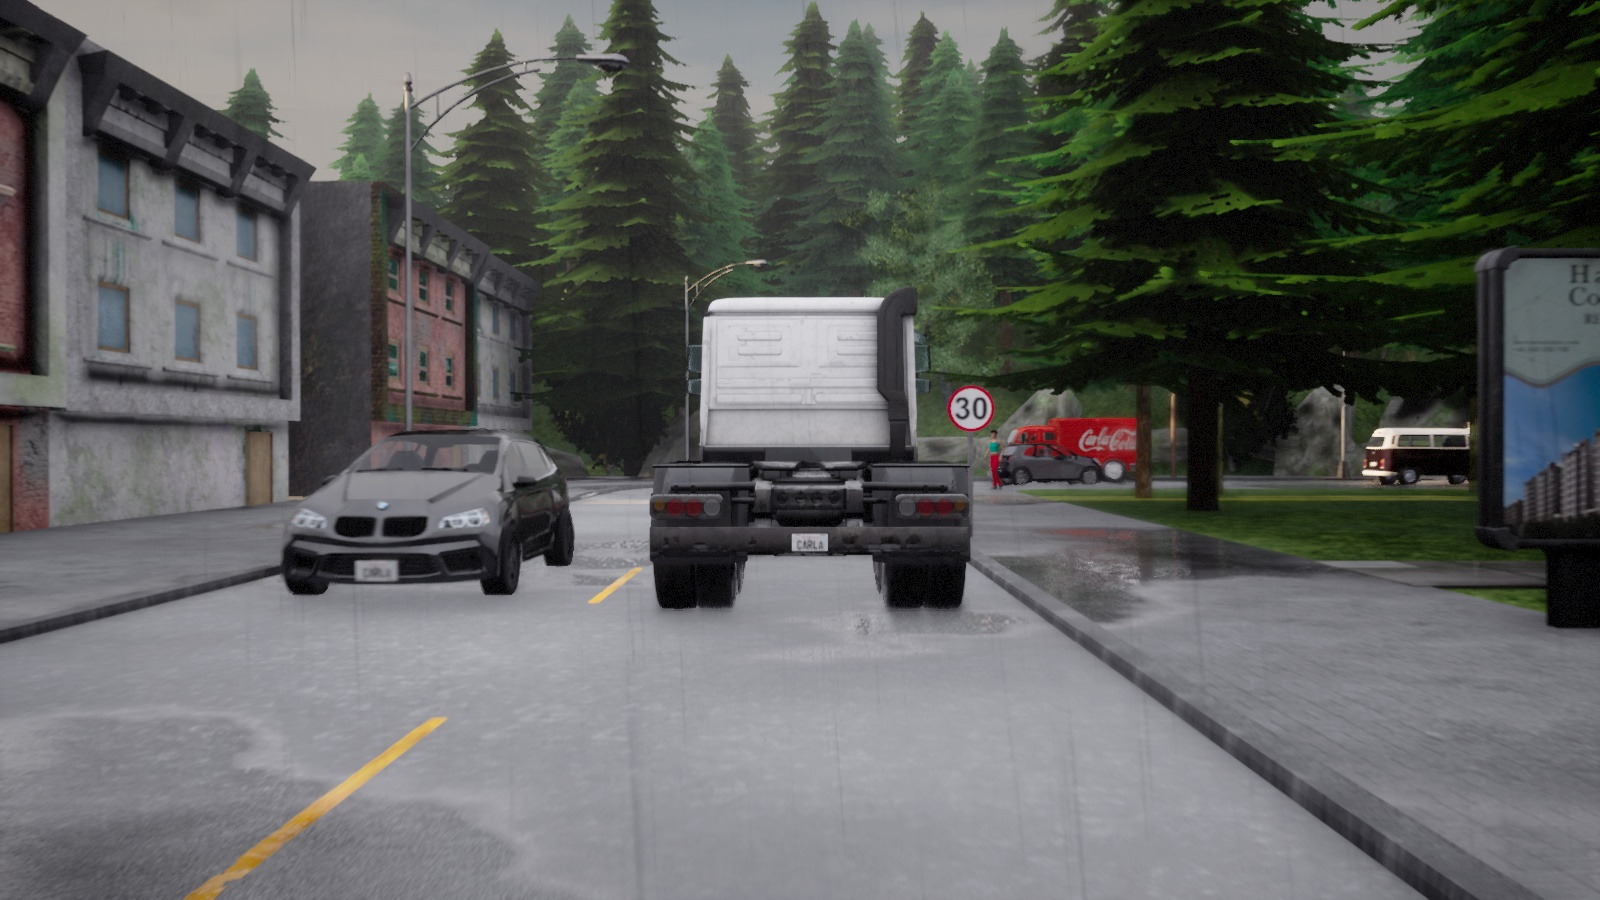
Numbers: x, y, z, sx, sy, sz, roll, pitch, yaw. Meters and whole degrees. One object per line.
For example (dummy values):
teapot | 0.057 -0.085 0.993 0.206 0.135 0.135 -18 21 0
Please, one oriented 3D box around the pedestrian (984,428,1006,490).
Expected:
pedestrian | 5.846 0.272 37.700 0.594 1.836 0.345 0 0 -38

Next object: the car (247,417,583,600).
car | -3.905 0.519 13.742 2.242 1.667 4.611 0 0 0

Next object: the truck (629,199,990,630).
truck | 0.097 -0.305 14.044 2.891 3.462 7.936 0 0 0

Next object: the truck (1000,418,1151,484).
truck | 10.470 0.028 48.141 5.204 2.467 2.627 0 0 0

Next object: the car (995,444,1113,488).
car | 8.868 0.548 44.028 3.633 1.501 1.845 0 0 -9

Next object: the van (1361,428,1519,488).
van | 22.430 0.267 44.156 4.480 2.038 2.069 0 0 0
